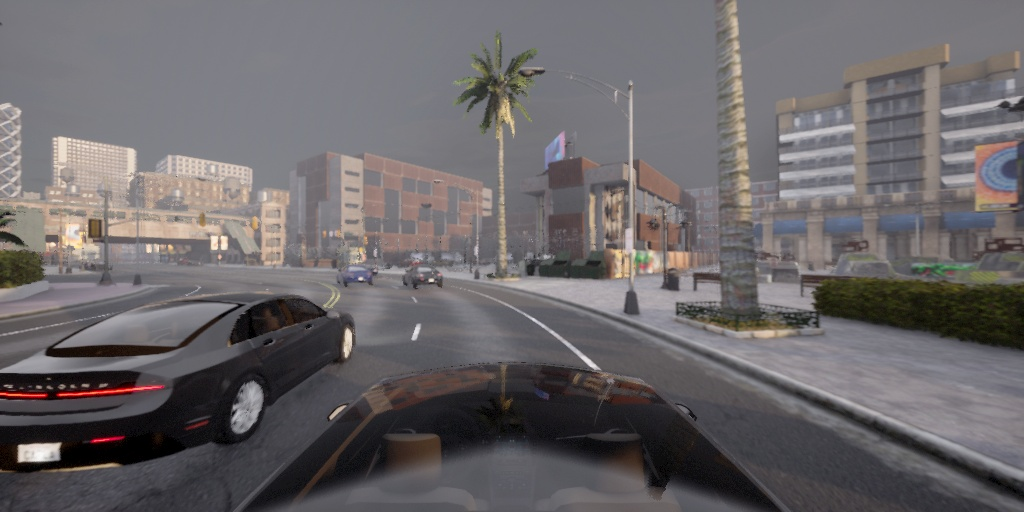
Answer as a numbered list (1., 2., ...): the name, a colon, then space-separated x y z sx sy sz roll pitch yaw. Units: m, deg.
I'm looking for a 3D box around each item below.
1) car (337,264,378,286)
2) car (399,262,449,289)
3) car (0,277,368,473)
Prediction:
1. car: -11.240 1.339 25.552 1.812 1.442 4.674 0 0 -33
2. car: -5.903 1.315 23.530 1.812 1.442 4.674 0 0 -28
3. car: -3.896 1.274 5.228 1.837 1.490 4.892 0 0 -4
